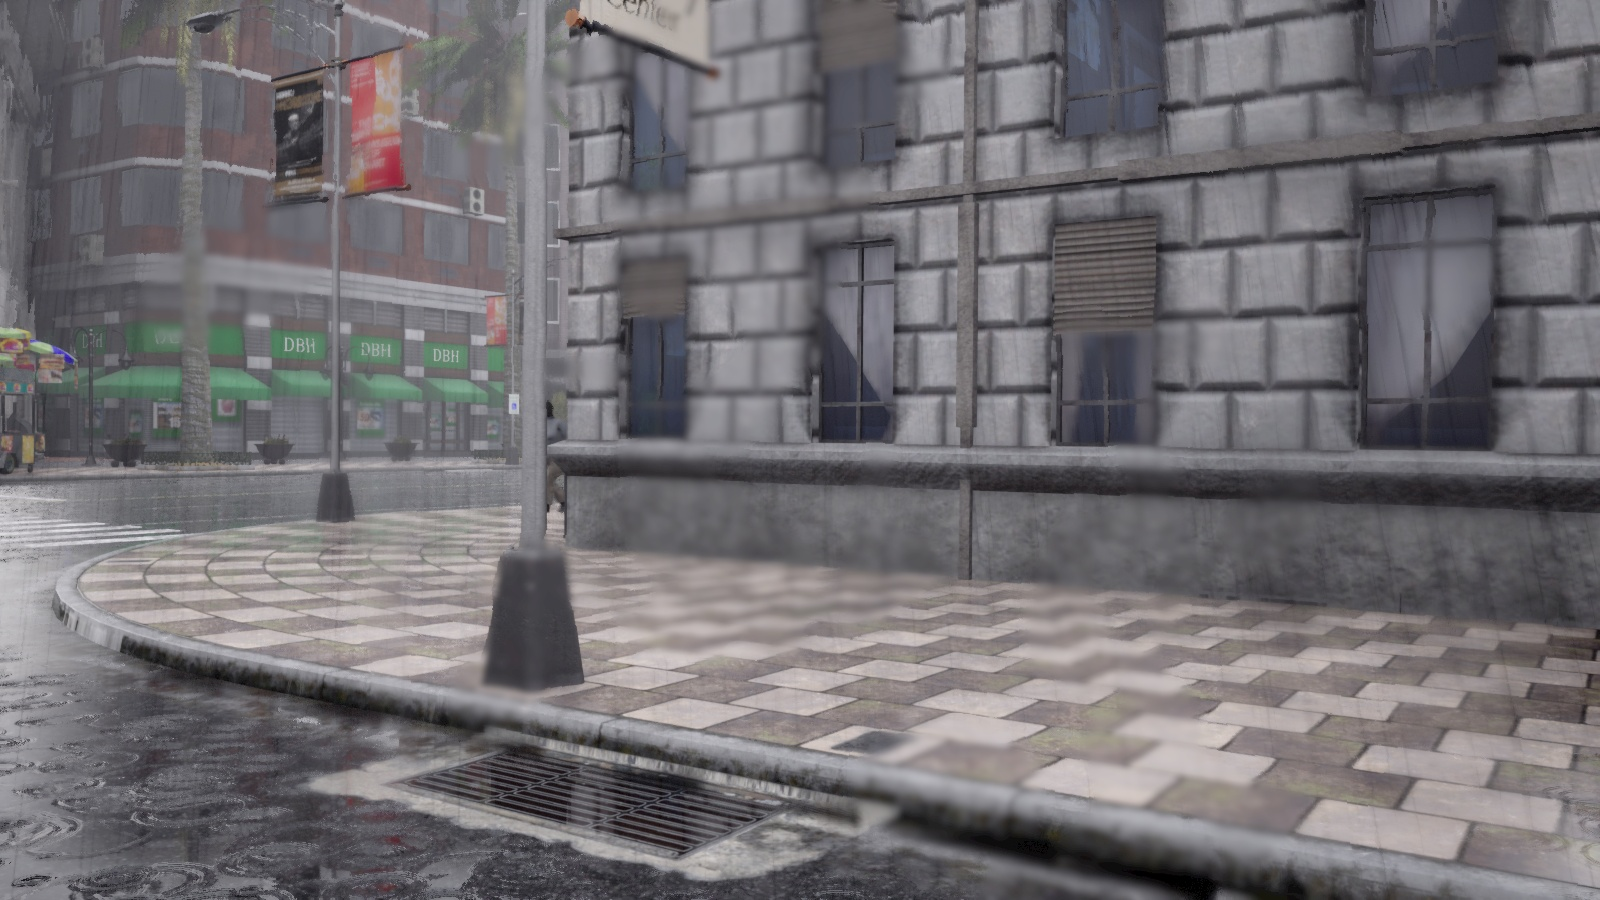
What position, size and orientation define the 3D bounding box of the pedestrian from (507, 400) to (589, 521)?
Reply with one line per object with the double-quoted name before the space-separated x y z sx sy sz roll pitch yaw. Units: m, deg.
"pedestrian" -3.976 0.153 19.823 0.874 1.855 0.900 0 1 36
